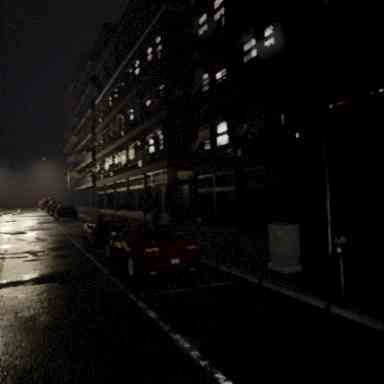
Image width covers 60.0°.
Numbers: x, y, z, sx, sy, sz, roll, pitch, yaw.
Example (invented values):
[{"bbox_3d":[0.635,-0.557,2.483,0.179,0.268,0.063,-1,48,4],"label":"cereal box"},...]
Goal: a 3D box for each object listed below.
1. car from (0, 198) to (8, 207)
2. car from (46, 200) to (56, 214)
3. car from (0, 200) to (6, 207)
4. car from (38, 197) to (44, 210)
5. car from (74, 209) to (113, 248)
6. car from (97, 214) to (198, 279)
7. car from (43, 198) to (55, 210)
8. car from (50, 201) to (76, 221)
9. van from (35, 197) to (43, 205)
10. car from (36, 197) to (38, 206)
[{"bbox_3d":[-38.372,2.090,65.948,2.192,1.841,5.009,1,-1,-27],"label":"car"},{"bbox_3d":[-13.872,1.831,34.881,1.887,1.381,4.507,1,-1,-27],"label":"car"},{"bbox_3d":[-40.866,2.385,70.882,1.887,1.381,4.507,1,-1,-27],"label":"car"},{"bbox_3d":[-21.376,1.766,49.682,2.192,1.841,5.009,1,-1,-27],"label":"car"},{"bbox_3d":[-3.906,1.639,15.131,2.008,1.369,4.403,1,-1,-27],"label":"car"},{"bbox_3d":[-1.414,1.589,10.193,1.887,1.381,4.507,1,-1,-27],"label":"car"},{"bbox_3d":[-16.356,1.780,39.824,1.967,1.590,4.097,1,-1,-27],"label":"car"},{"bbox_3d":[-11.380,1.779,29.944,1.887,1.381,4.507,1,-1,-27],"label":"car"},{"bbox_3d":[-38.820,2.238,84.248,1.690,1.788,3.998,1,-1,-27],"label":"van"},{"bbox_3d":[-26.361,2.009,59.556,1.967,1.590,4.097,1,-1,-27],"label":"car"}]
